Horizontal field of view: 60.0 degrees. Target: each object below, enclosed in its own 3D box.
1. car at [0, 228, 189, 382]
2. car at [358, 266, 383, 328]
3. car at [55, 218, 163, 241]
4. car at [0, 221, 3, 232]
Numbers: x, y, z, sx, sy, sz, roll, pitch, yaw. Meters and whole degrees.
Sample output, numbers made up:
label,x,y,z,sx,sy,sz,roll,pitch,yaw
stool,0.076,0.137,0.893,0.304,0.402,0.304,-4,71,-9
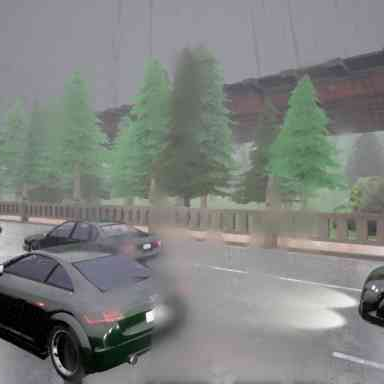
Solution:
label,x,y,z,sx,sy,sz,roll,pitch,yaw
car,-2.113,1.564,5.511,4.181,1.385,1.994,0,0,35
car,4.793,1.564,4.869,4.181,1.385,1.994,0,0,36
car,-3.273,1.547,10.648,5.357,1.411,2.033,0,0,36
car,-11.419,1.547,16.466,5.357,1.411,2.033,0,0,36
